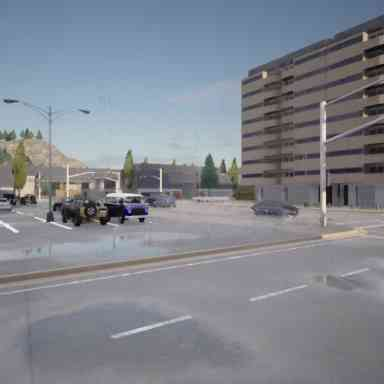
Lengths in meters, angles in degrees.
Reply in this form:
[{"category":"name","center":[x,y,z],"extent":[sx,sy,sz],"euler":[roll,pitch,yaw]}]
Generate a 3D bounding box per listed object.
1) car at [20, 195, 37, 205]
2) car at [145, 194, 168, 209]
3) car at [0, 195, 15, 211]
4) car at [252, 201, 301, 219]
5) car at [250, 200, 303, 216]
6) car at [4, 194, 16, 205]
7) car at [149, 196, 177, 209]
[{"category":"car","center":[-27.251,1.209,55.363],"extent":[1.932,1.855,4.605],"euler":[0,0,-35]},{"category":"car","center":[-4.957,1.279,54.177],"extent":[2.150,2.045,5.566],"euler":[0,0,-35]},{"category":"car","center":[-21.785,1.451,37.908],"extent":[1.970,1.475,3.806],"euler":[0,0,-35]},{"category":"car","center":[7.723,1.617,30.252],"extent":[1.994,1.385,4.181],"euler":[0,0,-35]},{"category":"car","center":[8.710,1.603,34.903],"extent":[2.033,1.411,5.357],"euler":[0,0,-35]},{"category":"car","center":[-29.647,1.212,53.739],"extent":[1.905,1.878,3.866],"euler":[0,0,-35]},{"category":"car","center":[-3.803,1.619,46.476],"extent":[1.994,1.385,4.181],"euler":[0,0,-35]}]
